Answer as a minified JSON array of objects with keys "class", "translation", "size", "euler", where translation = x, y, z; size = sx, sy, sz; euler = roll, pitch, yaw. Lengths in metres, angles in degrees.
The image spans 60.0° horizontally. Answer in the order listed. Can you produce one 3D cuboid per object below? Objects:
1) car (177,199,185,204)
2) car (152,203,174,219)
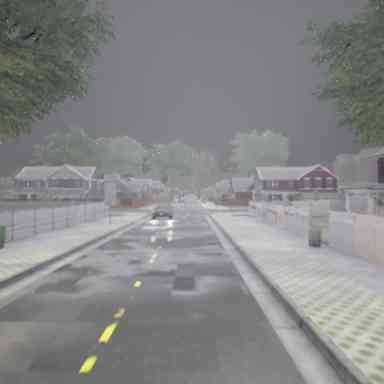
[{"class":"car","translation":[-2.751,2.368,84.935],"size":[2.033,1.411,5.357],"euler":[0,-1,0]},{"class":"car","translation":[-2.771,1.831,32.551],"size":[1.837,1.490,4.892],"euler":[0,-1,0]}]
